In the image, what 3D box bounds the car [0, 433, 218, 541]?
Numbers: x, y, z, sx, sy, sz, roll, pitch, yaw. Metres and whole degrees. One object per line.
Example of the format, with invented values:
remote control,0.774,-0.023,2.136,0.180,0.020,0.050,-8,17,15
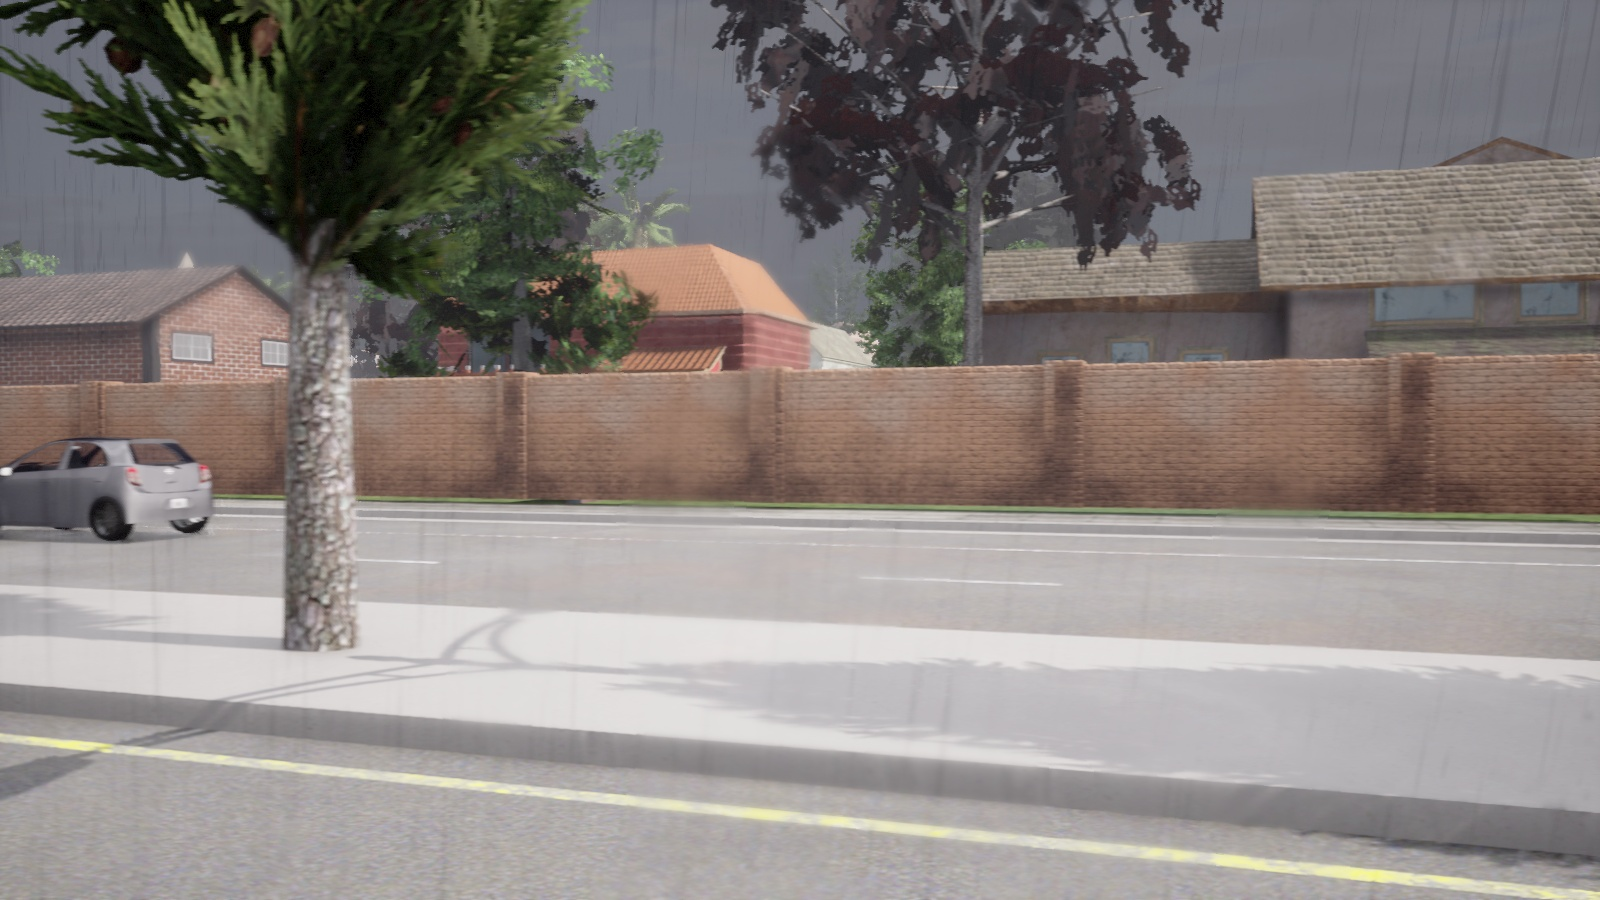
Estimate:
car,-10.976,0.495,19.018,3.633,1.501,1.845,1,1,19
